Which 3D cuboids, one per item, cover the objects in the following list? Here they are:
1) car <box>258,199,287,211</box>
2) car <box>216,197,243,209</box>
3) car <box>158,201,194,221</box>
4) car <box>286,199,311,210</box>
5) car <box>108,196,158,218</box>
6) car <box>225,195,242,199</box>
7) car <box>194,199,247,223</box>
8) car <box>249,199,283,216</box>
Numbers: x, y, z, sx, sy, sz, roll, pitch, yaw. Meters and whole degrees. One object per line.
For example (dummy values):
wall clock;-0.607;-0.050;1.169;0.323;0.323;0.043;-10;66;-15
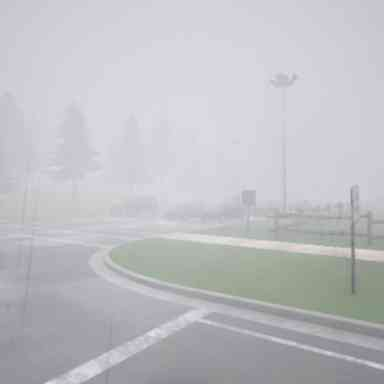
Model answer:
car;11.265;1.725;46.070;2.033;1.411;5.357;-1;0;35
car;5.660;1.600;50.261;2.097;1.767;4.553;-1;0;35
car;-0.640;1.739;29.155;1.994;1.385;4.181;-1;0;35
car;14.313;1.690;44.315;2.033;1.411;5.357;-1;0;35
car;-5.771;1.467;34.020;2.150;2.045;5.566;-1;0;35
car;4.713;1.398;36.777;2.150;2.045;5.566;-1;0;35
car;2.566;1.618;27.633;1.882;1.535;5.008;-1;0;35
car;7.773;1.667;35.032;1.812;1.442;4.674;-1;0;35
